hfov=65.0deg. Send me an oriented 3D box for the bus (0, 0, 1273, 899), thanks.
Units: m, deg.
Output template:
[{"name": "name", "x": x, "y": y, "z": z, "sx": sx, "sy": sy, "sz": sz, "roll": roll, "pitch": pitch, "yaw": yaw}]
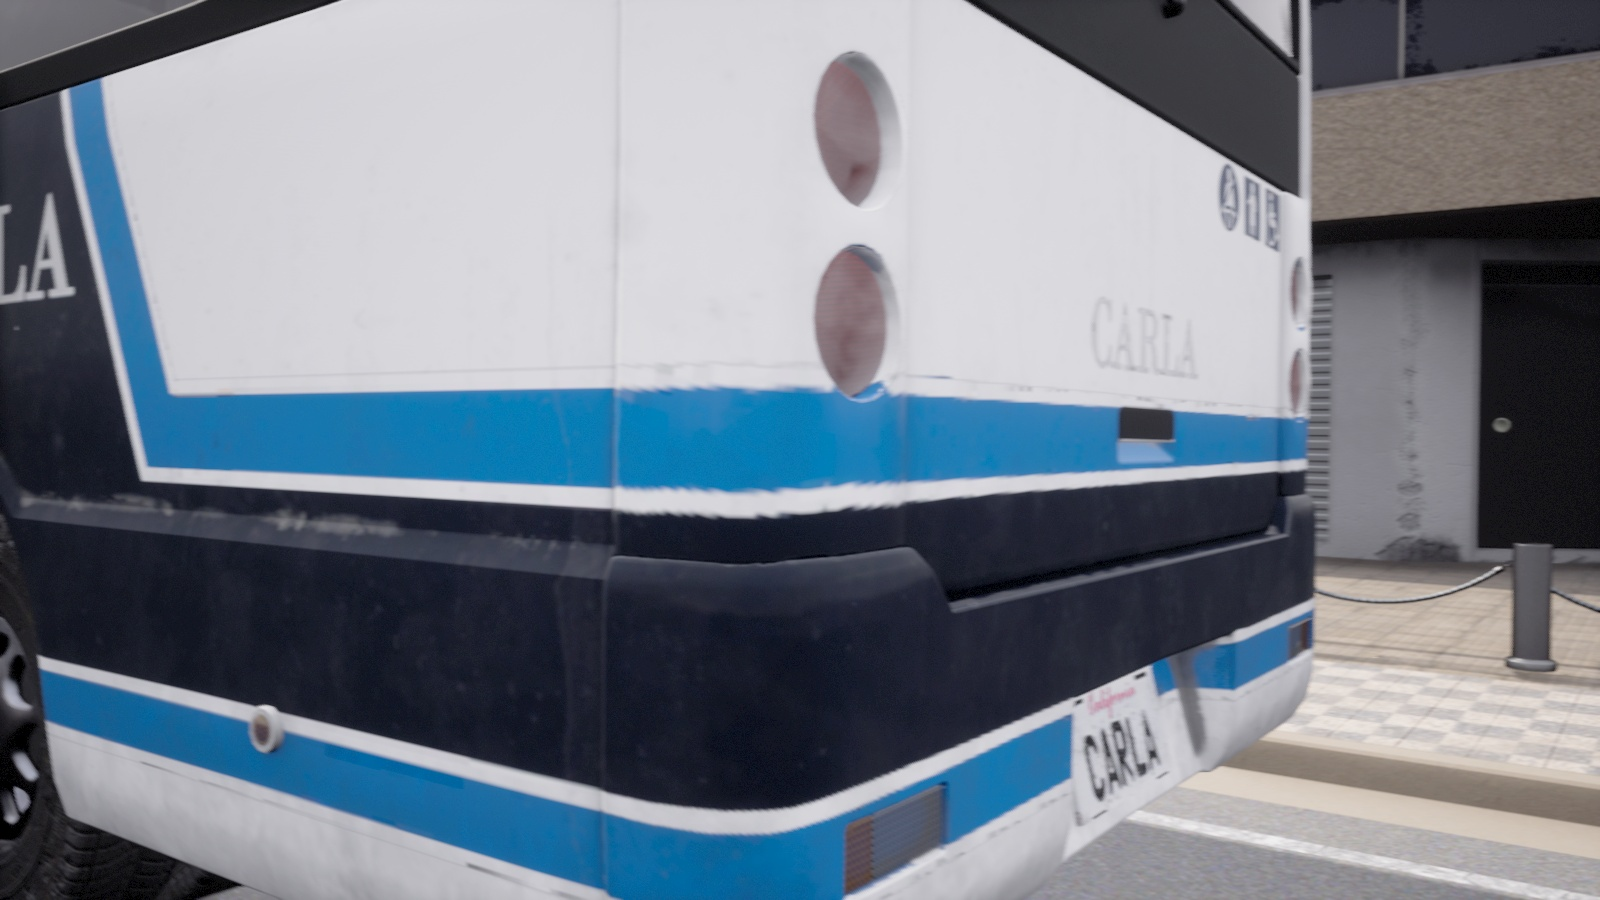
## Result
[{"name": "bus", "x": -3.528, "y": -0.696, "z": 6.175, "sx": 10.273, "sy": 4.253, "sz": 3.944, "roll": 0, "pitch": 1, "yaw": 36}]
